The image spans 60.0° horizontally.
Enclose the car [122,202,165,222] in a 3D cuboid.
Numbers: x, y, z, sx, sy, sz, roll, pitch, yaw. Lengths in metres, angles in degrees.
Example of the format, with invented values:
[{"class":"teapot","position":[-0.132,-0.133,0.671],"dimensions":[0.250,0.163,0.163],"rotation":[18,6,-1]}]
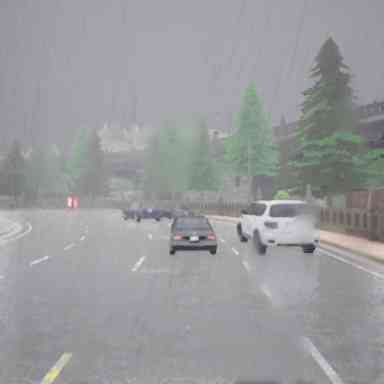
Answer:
[{"class":"car","position":[-4.516,1.623,29.179],"dimensions":[2.097,1.767,4.553],"rotation":[0,-1,-30]}]

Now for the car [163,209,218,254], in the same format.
[{"class":"car","position":[-0.041,1.680,14.062],"dimensions":[2.033,1.411,5.357],"rotation":[0,-1,-3]}]

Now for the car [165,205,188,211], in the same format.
[{"class":"car","position":[-1.595,1.855,31.098],"dimensions":[1.994,1.385,4.181],"rotation":[0,-1,-31]}]

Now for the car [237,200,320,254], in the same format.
[{"class":"car","position":[3.455,1.350,14.251],"dimensions":[2.150,2.045,5.566],"rotation":[0,0,-3]}]
